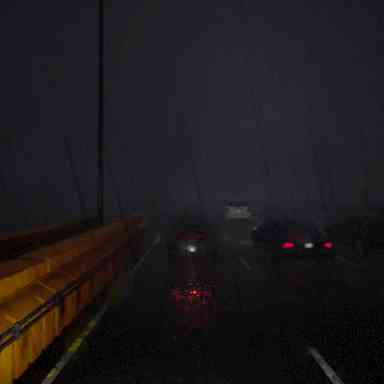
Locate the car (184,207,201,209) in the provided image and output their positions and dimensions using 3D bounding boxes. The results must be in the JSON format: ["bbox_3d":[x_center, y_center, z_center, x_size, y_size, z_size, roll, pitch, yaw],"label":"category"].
[{"bbox_3d":[0.023,1.907,28.235,1.895,1.301,4.718,0,-1,0],"label":"car"}]

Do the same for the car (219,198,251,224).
[{"bbox_3d":[3.516,1.523,27.564,2.150,2.045,5.566,0,0,0],"label":"car"}]

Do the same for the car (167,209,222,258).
[{"bbox_3d":[0.021,1.654,13.485,1.837,1.490,4.892,0,0,0],"label":"car"}]

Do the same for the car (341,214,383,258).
[{"bbox_3d":[7.021,1.654,13.482,1.837,1.490,4.892,0,0,0],"label":"car"}]

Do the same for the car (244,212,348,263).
[{"bbox_3d":[3.514,1.684,12.517,2.033,1.411,5.357,0,-1,0],"label":"car"}]

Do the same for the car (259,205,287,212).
[{"bbox_3d":[7.029,1.837,28.876,1.812,1.442,4.674,0,0,0],"label":"car"}]
